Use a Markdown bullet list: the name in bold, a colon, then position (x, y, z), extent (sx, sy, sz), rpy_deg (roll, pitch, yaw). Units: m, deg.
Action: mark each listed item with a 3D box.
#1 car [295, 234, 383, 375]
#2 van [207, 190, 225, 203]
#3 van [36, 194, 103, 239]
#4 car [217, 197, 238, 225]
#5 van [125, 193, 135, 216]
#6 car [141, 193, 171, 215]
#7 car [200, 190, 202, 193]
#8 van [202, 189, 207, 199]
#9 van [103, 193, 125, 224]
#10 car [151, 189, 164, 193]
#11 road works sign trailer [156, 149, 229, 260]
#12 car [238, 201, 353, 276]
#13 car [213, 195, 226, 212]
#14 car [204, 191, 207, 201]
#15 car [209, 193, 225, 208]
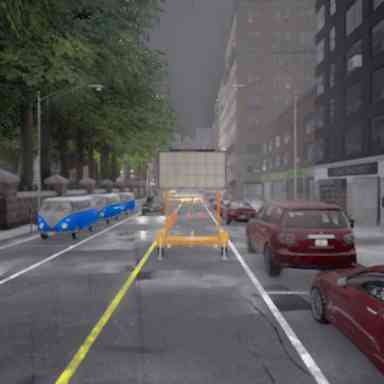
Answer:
- **car**: position (2.861, 1.521, 4.101), extent (1.802, 1.307, 4.206), rpy_deg (0, 1, 0)
- **van**: position (2.913, 0.767, 38.057), extent (1.690, 1.788, 3.998), rpy_deg (0, 1, 0)
- **van**: position (-5.647, 1.112, 15.408), extent (1.690, 1.788, 3.998), rpy_deg (0, 1, 0)
- **car**: position (2.887, 1.233, 21.081), extent (1.887, 1.381, 4.507), rpy_deg (0, 1, 0)
- **van**: position (-5.629, 0.940, 26.723), extent (1.690, 1.788, 3.998), rpy_deg (0, 1, 0)
- **car**: position (-3.054, 1.088, 27.802), extent (1.837, 1.490, 4.892), rpy_deg (0, 1, 0)
- **car**: position (2.949, 0.630, 60.699), extent (1.947, 1.339, 4.313), rpy_deg (0, 1, 0)
- **van**: position (2.940, 0.497, 55.036), extent (1.690, 1.788, 3.998), rpy_deg (0, 1, 0)
- **van**: position (-5.639, 1.027, 21.065), extent (1.690, 1.788, 3.998), rpy_deg (0, 1, 0)
- **car**: position (-5.585, 0.469, 55.009), extent (2.192, 1.841, 5.009), rpy_deg (0, 1, 0)
- **road works sign trailer**: position (0.018, 0.292, 11.703), extent (2.380, 3.560, 2.880), rpy_deg (0, 1, 0)
- **car**: position (2.868, 1.172, 9.758), extent (2.192, 1.841, 5.009), rpy_deg (0, 1, 0)
- **car**: position (2.896, 1.184, 26.741), extent (1.802, 1.307, 4.206), rpy_deg (0, 1, 0)
- **car**: position (2.922, 0.882, 43.720), extent (1.887, 1.381, 4.507), rpy_deg (0, 1, 0)
- **car**: position (2.905, 1.096, 32.401), extent (1.802, 1.307, 4.206), rpy_deg (0, 1, 0)
